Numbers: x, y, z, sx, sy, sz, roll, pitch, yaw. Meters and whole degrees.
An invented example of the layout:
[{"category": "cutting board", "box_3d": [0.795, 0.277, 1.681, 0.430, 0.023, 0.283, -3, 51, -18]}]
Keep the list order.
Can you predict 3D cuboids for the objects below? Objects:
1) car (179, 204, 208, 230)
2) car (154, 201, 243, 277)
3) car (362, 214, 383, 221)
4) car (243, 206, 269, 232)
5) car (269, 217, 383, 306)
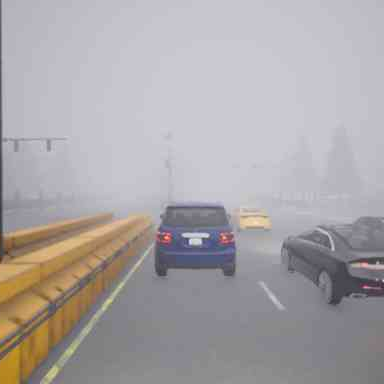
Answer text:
[{"category": "car", "box_3d": [0.123, 1.650, 23.394, 1.837, 1.490, 4.892, 0, 0, 0]}, {"category": "car", "box_3d": [0.108, 1.290, 10.660, 2.150, 2.045, 5.566, 0, 0, 1]}, {"category": "car", "box_3d": [7.110, 1.583, 12.369, 1.837, 1.490, 4.892, 0, 0, 0]}, {"category": "car", "box_3d": [3.620, 1.611, 21.378, 1.882, 1.535, 5.008, 0, 0, 0]}, {"category": "car", "box_3d": [3.608, 1.542, 8.164, 2.128, 1.511, 4.902, 0, 0, 0]}]
